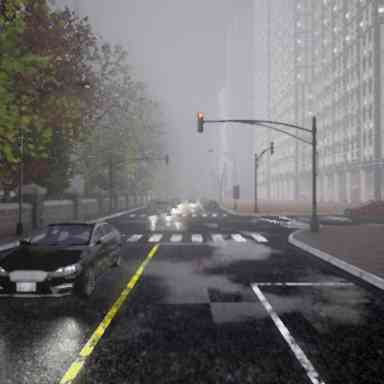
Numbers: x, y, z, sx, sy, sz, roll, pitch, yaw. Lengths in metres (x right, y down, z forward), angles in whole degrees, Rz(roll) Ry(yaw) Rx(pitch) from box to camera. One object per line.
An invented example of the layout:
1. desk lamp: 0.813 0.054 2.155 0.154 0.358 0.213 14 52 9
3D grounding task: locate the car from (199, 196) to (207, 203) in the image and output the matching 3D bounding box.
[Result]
1. car: 2.687 1.774 83.154 1.967 1.590 4.097 0 0 0

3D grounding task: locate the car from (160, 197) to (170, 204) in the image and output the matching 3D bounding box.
1. car: -5.692 1.805 71.720 1.752 1.417 4.829 0 0 0

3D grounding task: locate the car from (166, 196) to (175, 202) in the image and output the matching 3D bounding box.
1. car: -5.694 1.906 88.785 1.887 1.381 4.507 0 0 0

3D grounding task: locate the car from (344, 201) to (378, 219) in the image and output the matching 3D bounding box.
1. car: 14.605 1.389 26.939 4.181 1.385 1.994 -1 0 0

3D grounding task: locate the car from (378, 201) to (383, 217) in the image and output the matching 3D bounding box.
1. car: 14.673 1.346 21.138 4.313 1.339 1.947 -1 1 0

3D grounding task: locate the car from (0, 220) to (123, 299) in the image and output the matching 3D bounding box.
1. car: -3.101 1.521 8.670 2.128 1.511 4.902 0 0 0

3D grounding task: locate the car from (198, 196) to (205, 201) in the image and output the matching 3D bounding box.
1. car: 2.686 1.940 94.418 2.008 1.369 4.403 0 0 0

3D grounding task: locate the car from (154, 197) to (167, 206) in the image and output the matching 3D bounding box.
1. car: -5.692 1.670 60.625 1.967 1.590 4.097 0 0 0

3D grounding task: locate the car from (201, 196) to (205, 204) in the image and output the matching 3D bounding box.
1. car: 2.689 1.748 49.360 1.947 1.339 4.313 0 0 0

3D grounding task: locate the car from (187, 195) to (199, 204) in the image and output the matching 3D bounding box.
1. car: -0.004 1.805 70.597 2.033 1.411 5.357 0 0 0

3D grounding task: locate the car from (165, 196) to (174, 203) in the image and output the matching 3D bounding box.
1. car: -5.693 1.774 83.153 1.967 1.590 4.097 0 0 0

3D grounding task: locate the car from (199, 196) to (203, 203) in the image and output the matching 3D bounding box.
1. car: 2.689 1.771 54.993 1.947 1.339 4.313 0 0 0

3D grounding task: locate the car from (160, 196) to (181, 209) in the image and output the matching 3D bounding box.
1. car: -3.096 1.672 48.737 2.128 1.511 4.902 0 0 0

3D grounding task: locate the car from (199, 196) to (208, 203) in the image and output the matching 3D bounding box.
1. car: 2.688 1.747 77.523 1.967 1.590 4.097 0 0 0

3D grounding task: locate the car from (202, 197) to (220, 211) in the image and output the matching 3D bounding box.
1. car: 2.689 1.725 43.727 1.947 1.339 4.313 0 0 0

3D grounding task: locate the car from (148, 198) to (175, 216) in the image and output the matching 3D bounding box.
1. car: -3.103 1.649 34.641 1.812 1.442 4.674 0 0 0

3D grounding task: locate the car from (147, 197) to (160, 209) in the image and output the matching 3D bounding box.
1. car: -5.692 1.764 49.359 1.802 1.307 4.206 0 0 0
